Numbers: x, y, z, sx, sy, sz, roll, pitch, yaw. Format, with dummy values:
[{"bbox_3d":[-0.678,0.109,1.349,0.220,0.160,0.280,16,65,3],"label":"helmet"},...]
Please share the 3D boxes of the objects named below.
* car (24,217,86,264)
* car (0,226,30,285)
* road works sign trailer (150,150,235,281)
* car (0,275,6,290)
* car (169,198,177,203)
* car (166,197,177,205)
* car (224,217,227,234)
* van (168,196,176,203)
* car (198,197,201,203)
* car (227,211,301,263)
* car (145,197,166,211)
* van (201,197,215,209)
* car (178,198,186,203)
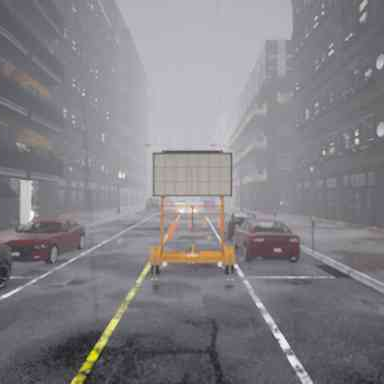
[{"bbox_3d":[-5.291,1.637,12.238,1.887,1.381,4.507,1,0,0],"label":"car"},{"bbox_3d":[-5.299,1.616,6.568,1.947,1.339,4.313,1,0,0],"label":"car"},{"bbox_3d":[0.016,0.541,10.117,2.380,3.560,2.880,0,0,0],"label":"road works sign trailer"},{"bbox_3d":[-2.749,1.533,0.903,1.812,1.442,4.674,0,0,0],"label":"car"},{"bbox_3d":[-5.194,2.235,91.628,2.008,1.369,4.403,1,0,0],"label":"car"},{"bbox_3d":[-5.212,1.872,74.618,2.192,1.841,5.009,1,0,0],"label":"car"},{"bbox_3d":[2.596,1.685,17.929,2.008,1.369,4.403,1,0,0],"label":"car"},{"bbox_3d":[-5.198,1.982,85.960,1.690,1.788,3.998,1,0,0],"label":"van"},{"bbox_3d":[2.682,1.957,85.980,2.192,1.841,5.009,1,0,0],"label":"car"},{"bbox_3d":[2.589,1.637,12.259,1.887,1.381,4.507,1,0,0],"label":"car"},{"bbox_3d":[-5.247,1.660,46.265,2.192,1.841,5.009,1,0,0],"label":"car"},{"bbox_3d":[2.640,1.729,51.956,1.690,1.788,3.998,1,0,0],"label":"van"},{"bbox_3d":[-2.640,2.209,86.380,1.994,1.385,4.181,0,-1,0],"label":"car"}]
